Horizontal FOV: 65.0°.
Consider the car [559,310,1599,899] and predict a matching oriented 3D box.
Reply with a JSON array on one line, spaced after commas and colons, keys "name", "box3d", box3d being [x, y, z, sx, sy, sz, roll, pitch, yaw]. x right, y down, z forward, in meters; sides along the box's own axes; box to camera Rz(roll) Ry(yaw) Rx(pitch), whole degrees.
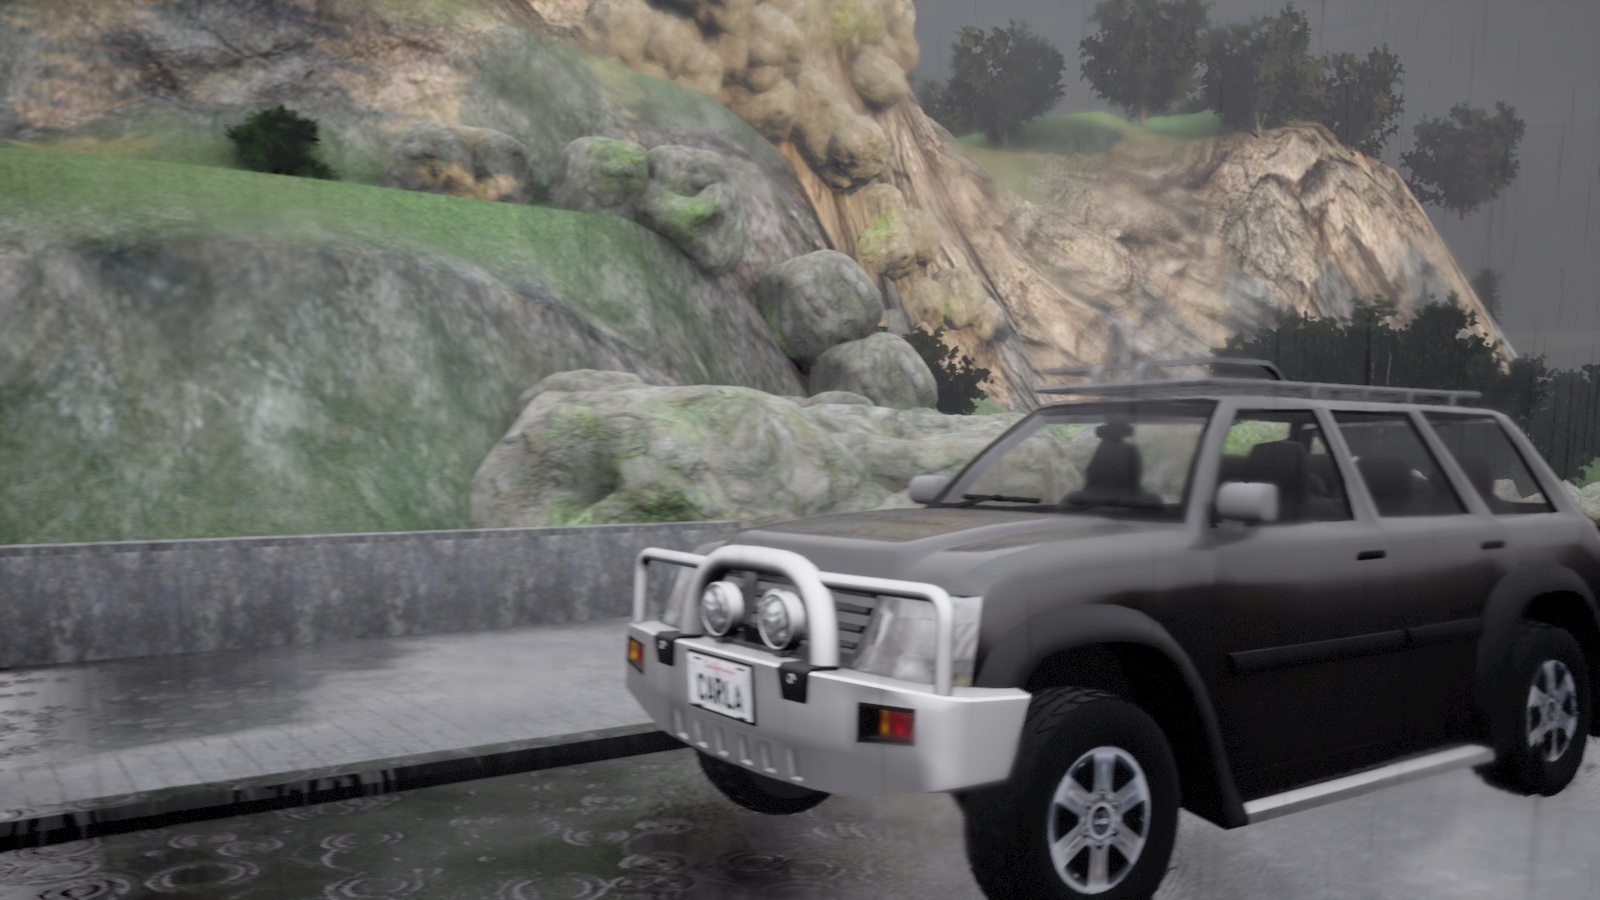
[{"name": "car", "box3d": [1.521, 0.571, 5.328, 4.605, 1.855, 1.932, 0, 0, -35]}]
